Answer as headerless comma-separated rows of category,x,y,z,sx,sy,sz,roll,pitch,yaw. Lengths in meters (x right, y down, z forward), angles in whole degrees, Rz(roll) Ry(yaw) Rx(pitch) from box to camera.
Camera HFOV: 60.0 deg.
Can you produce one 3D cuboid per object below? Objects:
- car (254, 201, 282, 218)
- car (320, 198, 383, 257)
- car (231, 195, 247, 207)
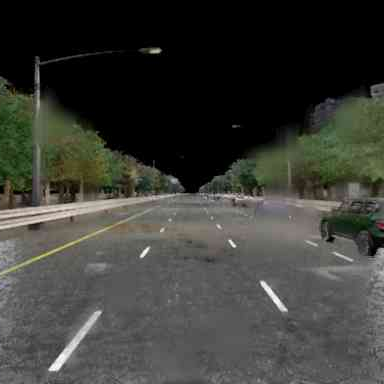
car,6.994,1.543,30.721,1.812,1.442,4.674,0,0,0
car,7.000,1.226,13.079,2.150,2.045,5.566,0,0,0
car,6.994,1.552,50.557,1.812,1.442,4.674,0,0,0
